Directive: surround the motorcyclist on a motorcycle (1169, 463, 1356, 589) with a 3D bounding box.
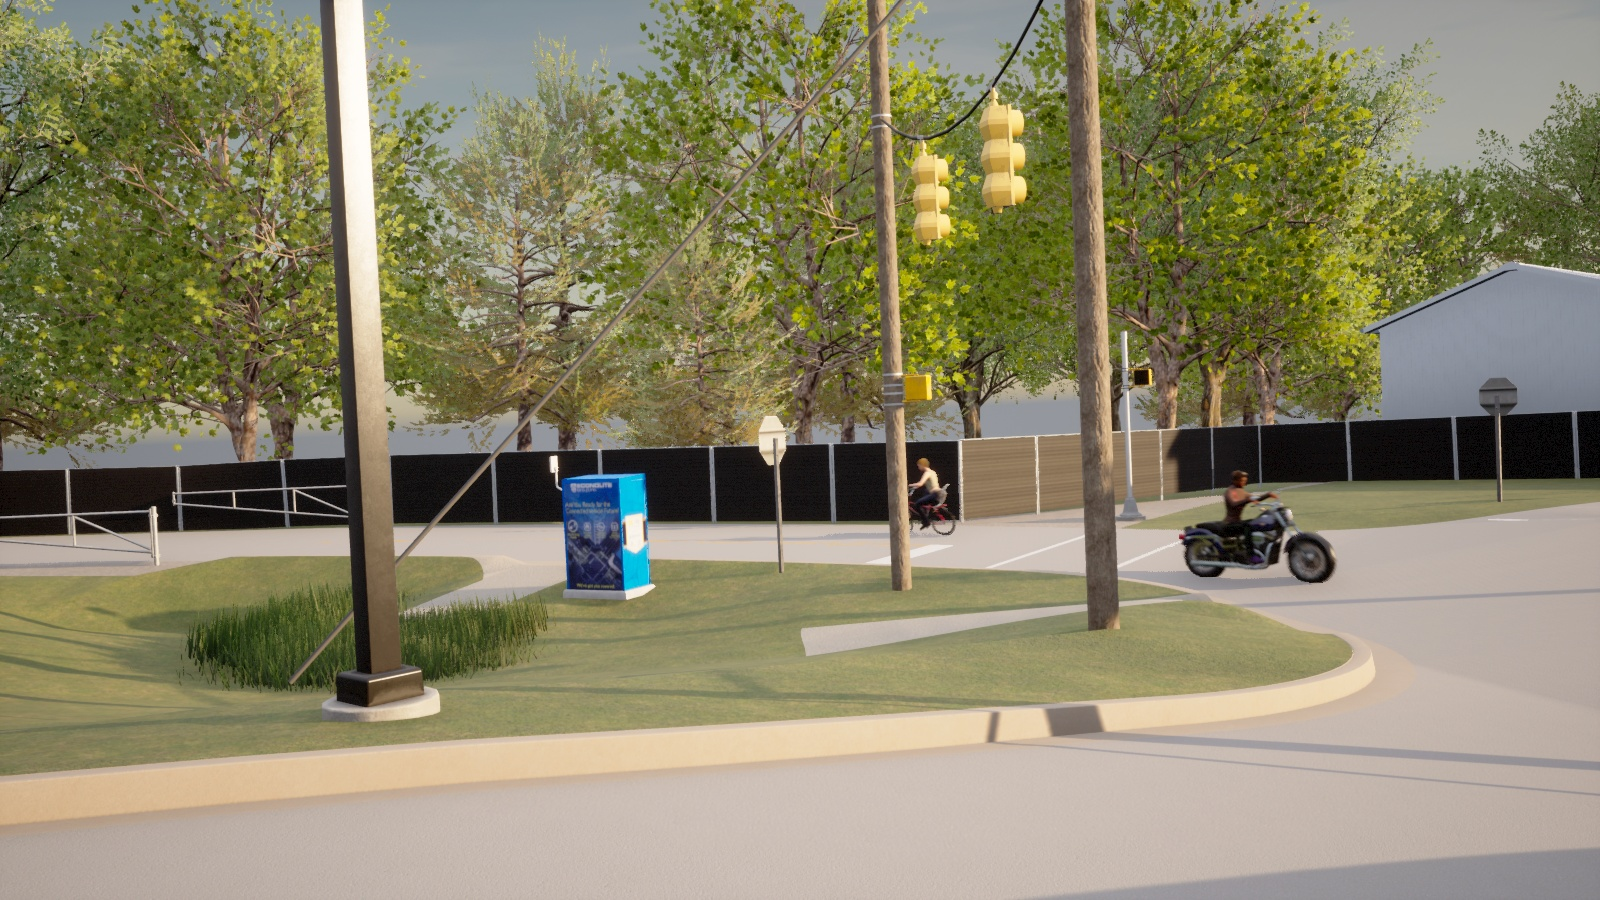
[{"bbox_3d":[6.656,1.070,18.184,0.766,1.649,2.350,-6,2,-42],"label":"motorcyclist on a motorcycle"}]

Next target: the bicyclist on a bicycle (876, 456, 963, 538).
[{"bbox_3d":[2.493,0.968,26.138,1.509,1.612,0.866,-1,3,30],"label":"bicyclist on a bicycle"}]
